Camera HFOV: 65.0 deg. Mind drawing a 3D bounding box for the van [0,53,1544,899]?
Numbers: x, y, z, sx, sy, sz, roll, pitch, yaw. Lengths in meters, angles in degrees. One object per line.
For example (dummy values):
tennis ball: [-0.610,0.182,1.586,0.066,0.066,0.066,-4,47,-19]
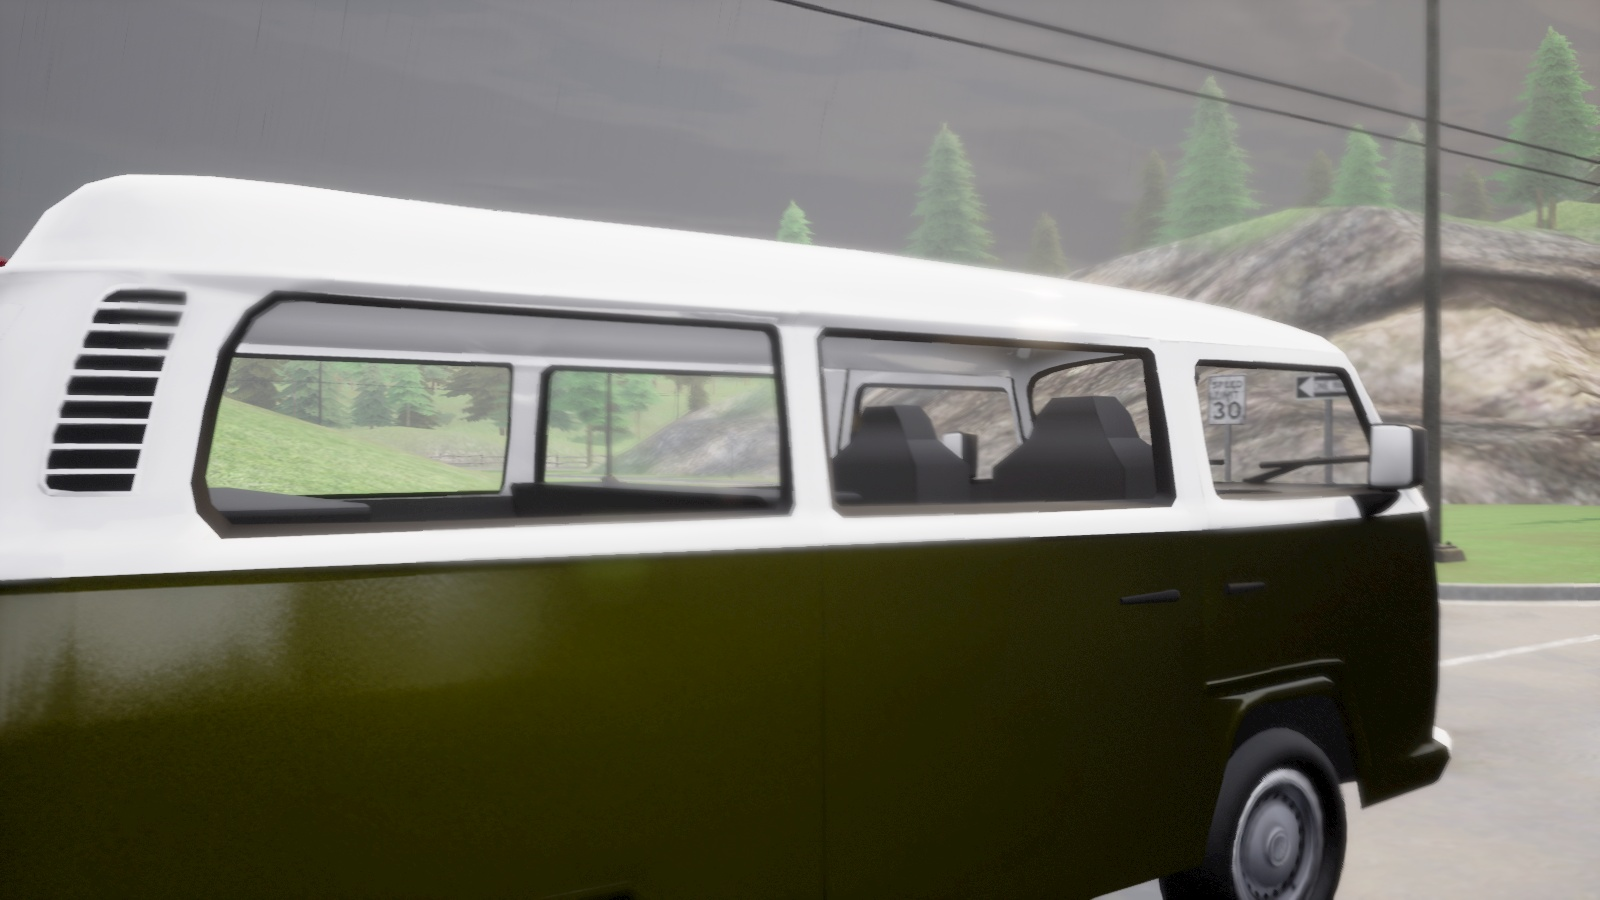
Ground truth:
van: [-0.021,0.484,3.645,4.480,2.038,2.069,0,0,-35]
